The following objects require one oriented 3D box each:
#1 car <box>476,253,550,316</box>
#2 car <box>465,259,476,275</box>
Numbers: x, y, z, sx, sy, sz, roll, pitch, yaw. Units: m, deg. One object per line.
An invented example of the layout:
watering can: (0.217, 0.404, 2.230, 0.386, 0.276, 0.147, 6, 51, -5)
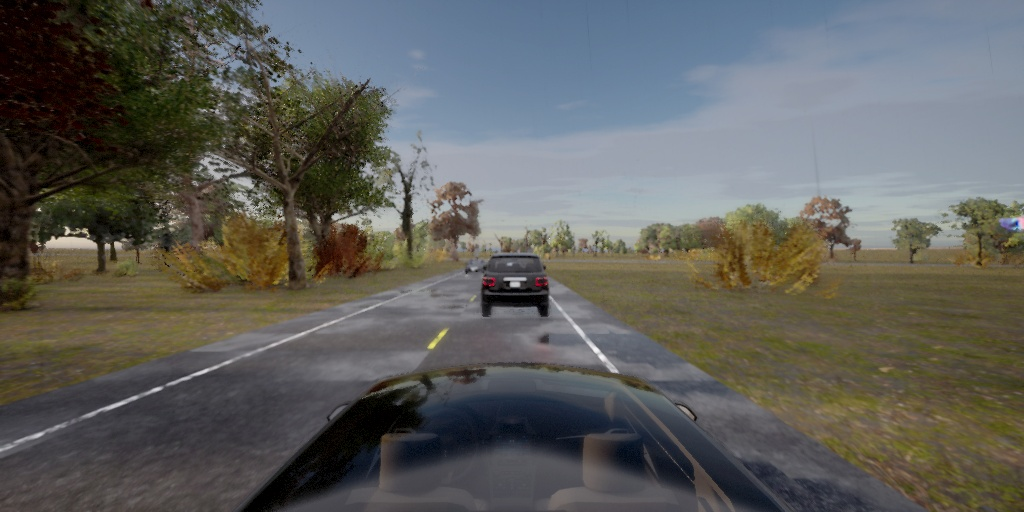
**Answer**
car: (0.101, 0.901, 13.118, 2.150, 2.045, 5.566, 0, 0, 0)
car: (-3.578, 1.023, 35.918, 2.128, 1.511, 4.902, 0, 0, 0)
